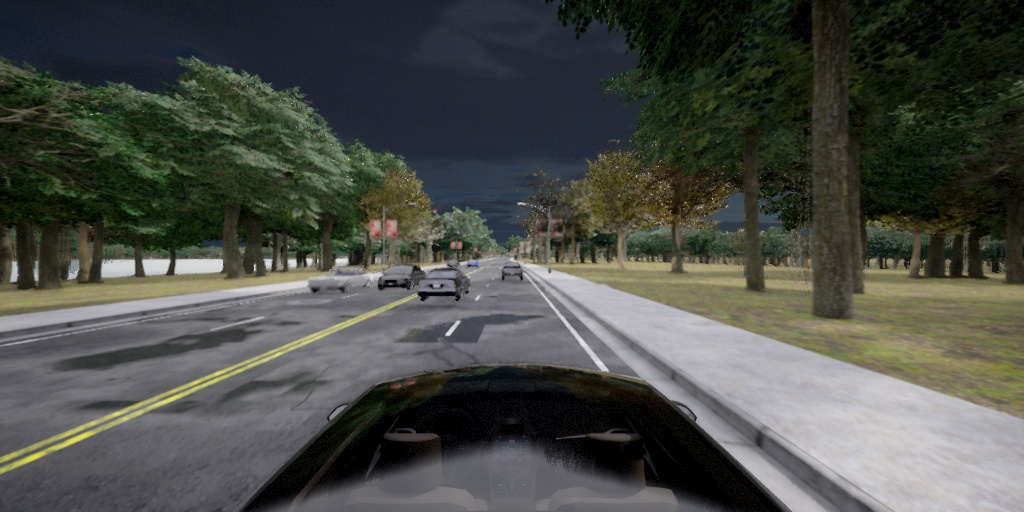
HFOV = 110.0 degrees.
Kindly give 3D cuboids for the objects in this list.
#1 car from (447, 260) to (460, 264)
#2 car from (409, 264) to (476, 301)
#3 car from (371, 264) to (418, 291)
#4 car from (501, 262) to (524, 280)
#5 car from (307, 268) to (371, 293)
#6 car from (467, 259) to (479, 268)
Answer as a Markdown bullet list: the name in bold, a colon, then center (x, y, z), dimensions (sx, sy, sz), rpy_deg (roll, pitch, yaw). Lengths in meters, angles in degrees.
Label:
- **car**: center (-10.097, 1.383, 62.184), dimensions (1.837, 1.490, 4.892), rpy_deg (0, 0, 0)
- **car**: center (-3.166, 1.309, 17.540), dimensions (2.033, 1.411, 5.357), rpy_deg (0, 0, 0)
- **car**: center (-6.628, 1.273, 21.944), dimensions (1.837, 1.490, 4.892), rpy_deg (0, 0, 0)
- **car**: center (0.026, 1.279, 31.919), dimensions (2.128, 1.511, 4.902), rpy_deg (0, 0, 0)
- **car**: center (-9.878, 1.368, 21.000), dimensions (1.895, 1.301, 4.718), rpy_deg (0, 0, 0)
- **car**: center (-6.851, 1.355, 62.992), dimensions (1.882, 1.535, 5.008), rpy_deg (0, 0, 0)
